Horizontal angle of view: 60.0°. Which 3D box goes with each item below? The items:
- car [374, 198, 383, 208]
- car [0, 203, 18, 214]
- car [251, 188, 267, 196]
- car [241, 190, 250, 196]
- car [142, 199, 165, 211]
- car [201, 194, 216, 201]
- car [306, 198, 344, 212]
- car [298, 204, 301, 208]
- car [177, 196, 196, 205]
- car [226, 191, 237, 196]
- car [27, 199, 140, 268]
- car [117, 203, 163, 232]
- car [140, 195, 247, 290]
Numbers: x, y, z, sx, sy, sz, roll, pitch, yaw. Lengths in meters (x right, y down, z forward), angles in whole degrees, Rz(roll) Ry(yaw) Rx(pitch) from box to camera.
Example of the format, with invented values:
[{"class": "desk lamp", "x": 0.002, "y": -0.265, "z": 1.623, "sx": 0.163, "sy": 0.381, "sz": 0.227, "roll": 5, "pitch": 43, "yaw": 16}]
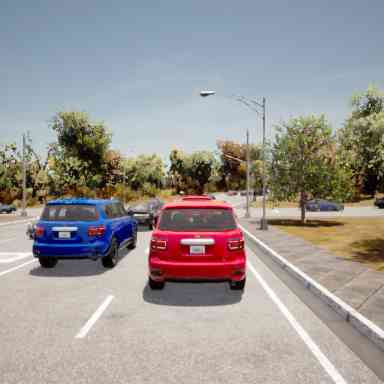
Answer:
[{"class": "car", "x": 26.230, "y": 1.060, "z": 42.296, "sx": 5.566, "sy": 2.045, "sz": 2.150, "roll": -2, "pitch": 0, "yaw": 3}, {"class": "car", "x": -22.992, "y": 1.815, "z": 38.057, "sx": 5.357, "sy": 1.411, "sz": 2.033, "roll": -2, "pitch": 0, "yaw": 3}, {"class": "car", "x": 17.566, "y": -0.079, "z": 85.080, "sx": 2.150, "sy": 2.045, "sz": 5.566, "roll": 0, "pitch": 3, "yaw": 33}, {"class": "car", "x": 14.251, "y": 0.262, "z": 86.364, "sx": 2.128, "sy": 1.511, "sz": 4.902, "roll": 0, "pitch": 3, "yaw": 33}, {"class": "car", "x": -4.963, "y": 1.679, "z": 43.240, "sx": 1.994, "sy": 1.385, "sz": 4.181, "roll": 0, "pitch": 0, "yaw": 9}, {"class": "car", "x": 3.668, "y": 1.207, "z": 73.572, "sx": 1.994, "sy": 1.385, "sz": 4.181, "roll": 0, "pitch": 2, "yaw": 23}, {"class": "car", "x": 15.736, "y": 1.615, "z": 39.419, "sx": 4.181, "sy": 1.385, "sz": 1.994, "roll": -1, "pitch": 0, "yaw": 4}, {"class": "car", "x": 16.264, "y": 1.562, "z": 42.894, "sx": 4.892, "sy": 1.490, "sz": 1.837, "roll": -1, "pitch": 0, "yaw": 3}, {"class": "car", "x": -0.935, "y": 1.545, "z": 60.984, "sx": 1.882, "sy": 1.535, "sz": 5.008, "roll": 0, "pitch": 1, "yaw": 18}, {"class": "car", "x": 10.345, "y": 0.372, "z": 86.688, "sx": 1.812, "sy": 1.442, "sz": 4.674, "roll": 0, "pitch": 3, "yaw": 30}, {"class": "car", "x": -3.353, "y": 1.235, "z": 11.514, "sx": 2.150, "sy": 2.045, "sz": 5.566, "roll": 0, "pitch": 0, "yaw": 1}, {"class": "car", "x": -3.168, "y": 1.536, "z": 21.367, "sx": 2.128, "sy": 1.511, "sz": 4.902, "roll": 0, "pitch": 0, "yaw": 1}, {"class": "car", "x": 0.129, "y": 1.230, "z": 9.235, "sx": 2.150, "sy": 2.045, "sz": 5.566, "roll": 0, "pitch": 0, "yaw": 0}]
